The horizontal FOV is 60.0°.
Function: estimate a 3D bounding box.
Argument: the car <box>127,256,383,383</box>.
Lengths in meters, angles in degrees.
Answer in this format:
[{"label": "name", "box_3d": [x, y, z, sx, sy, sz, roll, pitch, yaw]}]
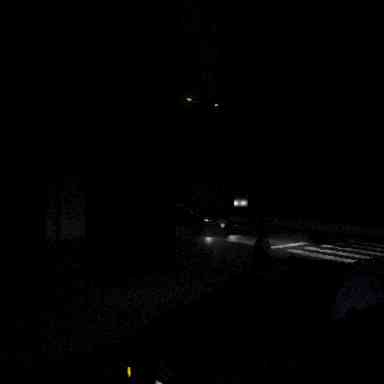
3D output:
[{"label": "car", "box_3d": [1.365, 1.564, 4.055, 4.181, 1.385, 1.994, 0, 0, -36]}]

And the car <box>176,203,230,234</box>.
[{"label": "car", "box_3d": [0.079, 1.406, 18.631, 2.128, 1.511, 4.902, 0, 0, -37]}]
